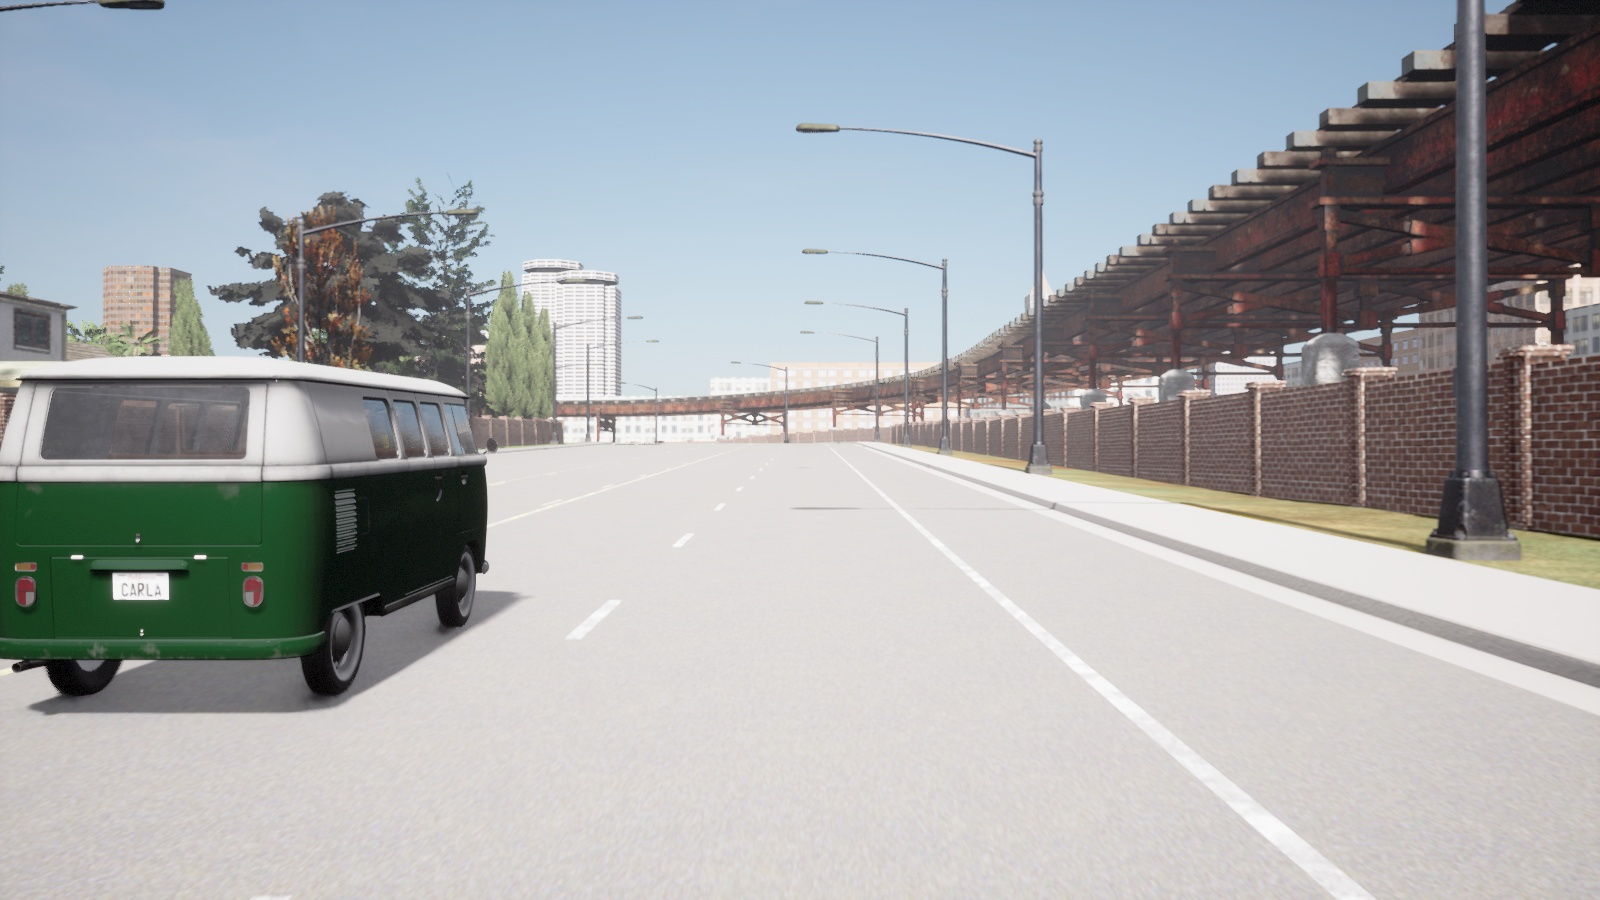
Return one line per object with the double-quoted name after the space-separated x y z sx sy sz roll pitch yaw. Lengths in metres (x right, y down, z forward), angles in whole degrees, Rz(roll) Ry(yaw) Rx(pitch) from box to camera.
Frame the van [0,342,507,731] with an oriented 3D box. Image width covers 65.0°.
-3.434 0.414 8.627 1.775 1.987 4.442 0 1 0 "van"
